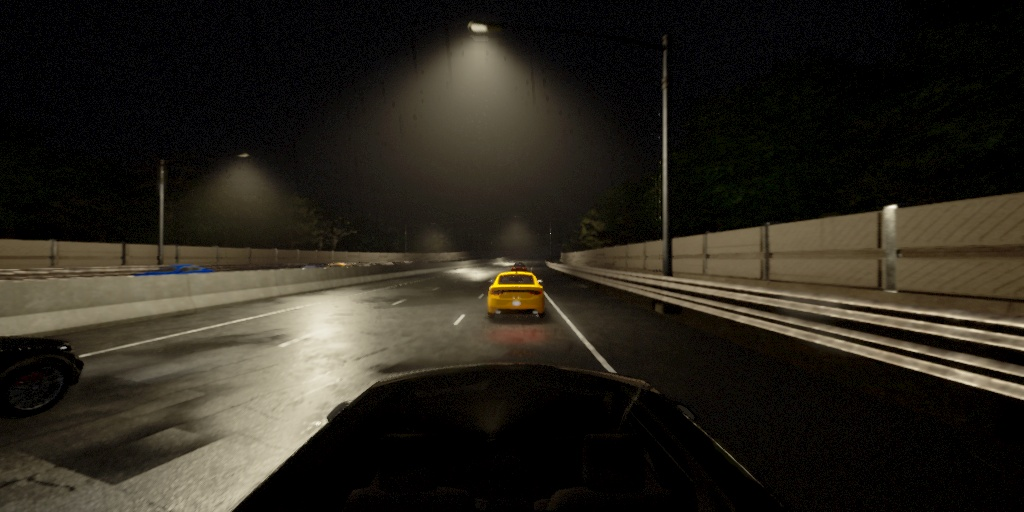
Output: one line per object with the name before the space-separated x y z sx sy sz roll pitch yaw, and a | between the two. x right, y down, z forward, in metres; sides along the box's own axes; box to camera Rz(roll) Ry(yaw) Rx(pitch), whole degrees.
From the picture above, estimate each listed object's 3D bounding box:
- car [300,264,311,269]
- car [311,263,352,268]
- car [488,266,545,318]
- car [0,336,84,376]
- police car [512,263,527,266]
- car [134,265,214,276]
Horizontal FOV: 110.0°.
car | -20.556 1.562 37.212 2.033 1.411 5.357 0 0 2
car | -17.110 1.483 35.308 1.882 1.535 5.008 0 -1 2
car | 0.166 1.328 13.628 1.882 1.535 5.008 0 0 1
car | -6.892 1.280 2.986 1.812 1.442 4.674 0 0 0
police car | 0.897 1.624 44.771 2.038 1.542 4.974 0 -1 2
car | -24.340 1.396 26.031 1.882 1.535 5.008 0 0 1
